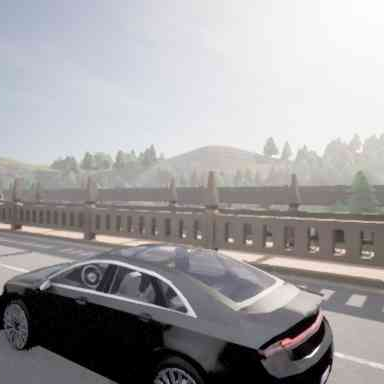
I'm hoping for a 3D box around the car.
[{"bbox_3d":[-0.731,1.483,4.512,4.902,1.511,2.128,0,0,35],"label":"car"}]
